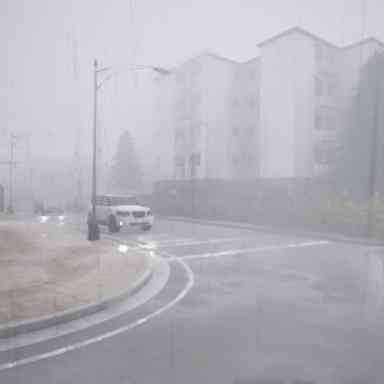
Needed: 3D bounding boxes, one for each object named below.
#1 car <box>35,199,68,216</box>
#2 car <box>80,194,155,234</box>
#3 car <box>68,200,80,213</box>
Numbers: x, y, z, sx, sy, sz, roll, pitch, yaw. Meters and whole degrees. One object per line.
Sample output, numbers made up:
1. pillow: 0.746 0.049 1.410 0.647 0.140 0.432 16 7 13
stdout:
1. car: -13.807 1.433 32.018 1.812 1.442 4.674 1 -1 -36
2. car: -4.293 1.131 19.177 2.150 2.045 5.566 1 0 -37
3. car: -12.364 1.549 36.270 1.895 1.301 4.718 1 0 -37
